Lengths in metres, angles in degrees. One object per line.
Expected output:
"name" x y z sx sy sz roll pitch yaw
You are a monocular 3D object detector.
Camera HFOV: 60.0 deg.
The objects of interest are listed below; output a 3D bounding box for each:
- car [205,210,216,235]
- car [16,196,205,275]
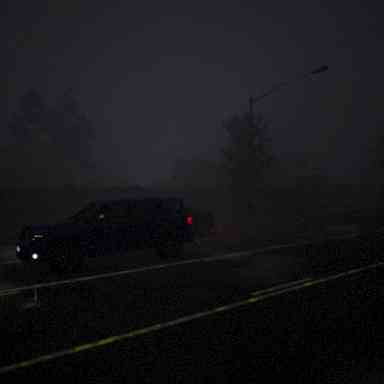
"car" -1.096 1.401 16.107 4.902 1.511 2.128 -1 1 -35
"car" -2.533 1.184 10.782 5.566 2.045 2.150 -1 1 -35
